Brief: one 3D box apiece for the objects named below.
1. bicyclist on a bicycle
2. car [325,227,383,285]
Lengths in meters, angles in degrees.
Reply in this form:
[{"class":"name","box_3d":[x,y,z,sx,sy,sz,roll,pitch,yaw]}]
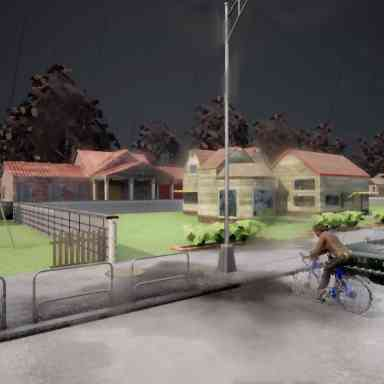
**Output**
[{"class":"bicyclist on a bicycle","box_3d":[2.664,1.455,6.507,0.582,1.620,1.656,0,-2,-36]},{"class":"car","box_3d":[5.559,1.601,8.667,4.718,1.301,1.895,0,0,-36]}]
